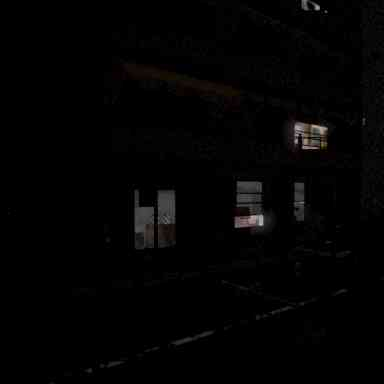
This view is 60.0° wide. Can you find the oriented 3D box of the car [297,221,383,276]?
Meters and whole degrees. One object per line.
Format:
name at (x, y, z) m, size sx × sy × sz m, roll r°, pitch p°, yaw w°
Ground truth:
car at (5.055, 1.582, 10.245) m, size 4.206 × 1.307 × 1.802 m, roll 0°, pitch 0°, yaw -36°
